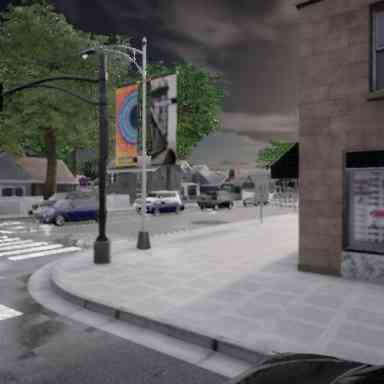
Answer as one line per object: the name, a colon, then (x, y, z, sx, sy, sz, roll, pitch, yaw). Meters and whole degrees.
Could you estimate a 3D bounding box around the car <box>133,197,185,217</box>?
car: (-2.702, 1.361, 28.979, 1.895, 1.301, 4.718, 0, 1, 36)

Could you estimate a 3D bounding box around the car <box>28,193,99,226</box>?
car: (-7.921, 1.163, 21.657, 2.097, 1.767, 4.553, 0, 1, 35)

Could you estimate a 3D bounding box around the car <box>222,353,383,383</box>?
car: (1.888, 1.570, 1.462, 4.313, 1.339, 1.947, 0, 0, 36)

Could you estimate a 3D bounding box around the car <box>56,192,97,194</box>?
car: (-9.401, 1.002, 25.231, 2.150, 2.045, 5.566, 0, 1, 34)

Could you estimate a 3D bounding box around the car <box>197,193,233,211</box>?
car: (2.743, 1.186, 36.585, 1.882, 1.535, 5.008, 0, 1, 35)

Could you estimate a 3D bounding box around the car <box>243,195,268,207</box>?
car: (8.534, 1.147, 44.653, 2.128, 1.511, 4.902, 0, 1, 36)

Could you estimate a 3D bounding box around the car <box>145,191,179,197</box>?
car: (-3.416, 0.945, 33.546, 2.150, 2.045, 5.566, 0, 1, 35)

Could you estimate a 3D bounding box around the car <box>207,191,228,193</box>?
car: (2.833, 0.886, 42.281, 2.150, 2.045, 5.566, 0, 1, 35)
